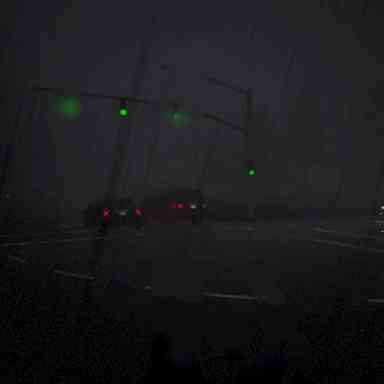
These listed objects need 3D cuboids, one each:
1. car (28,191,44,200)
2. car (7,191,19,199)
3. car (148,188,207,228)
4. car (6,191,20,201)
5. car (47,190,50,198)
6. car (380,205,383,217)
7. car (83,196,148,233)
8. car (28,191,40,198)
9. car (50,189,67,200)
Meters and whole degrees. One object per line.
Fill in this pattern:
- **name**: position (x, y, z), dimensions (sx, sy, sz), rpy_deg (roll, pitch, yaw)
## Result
- **car**: position (-25.864, 0.501, 55.444), dimensions (1.882, 1.535, 5.008), rpy_deg (-1, 1, -29)
- **car**: position (-33.465, 0.542, 62.199), dimensions (1.895, 1.301, 4.718), rpy_deg (-1, 1, -28)
- **car**: position (-1.260, 0.808, 19.164), dimensions (2.150, 2.045, 5.566), rpy_deg (-1, 1, -29)
- **car**: position (-28.779, 0.694, 53.491), dimensions (1.895, 1.301, 4.718), rpy_deg (-1, 1, -29)
- **car**: position (-27.394, 0.170, 65.677), dimensions (2.097, 1.767, 4.553), rpy_deg (-1, 1, -28)
- **car**: position (13.946, 1.012, 20.815), dimensions (4.718, 1.301, 1.895), rpy_deg (-1, 1, -29)
- **car**: position (-4.277, 1.005, 17.394), dimensions (2.097, 1.767, 4.553), rpy_deg (-1, 1, -29)
- **car**: position (-30.628, 0.470, 64.316), dimensions (1.895, 1.301, 4.718), rpy_deg (-1, 1, -28)
- **car**: position (-22.526, 0.568, 56.644), dimensions (1.895, 1.301, 4.718), rpy_deg (-1, 1, -29)
